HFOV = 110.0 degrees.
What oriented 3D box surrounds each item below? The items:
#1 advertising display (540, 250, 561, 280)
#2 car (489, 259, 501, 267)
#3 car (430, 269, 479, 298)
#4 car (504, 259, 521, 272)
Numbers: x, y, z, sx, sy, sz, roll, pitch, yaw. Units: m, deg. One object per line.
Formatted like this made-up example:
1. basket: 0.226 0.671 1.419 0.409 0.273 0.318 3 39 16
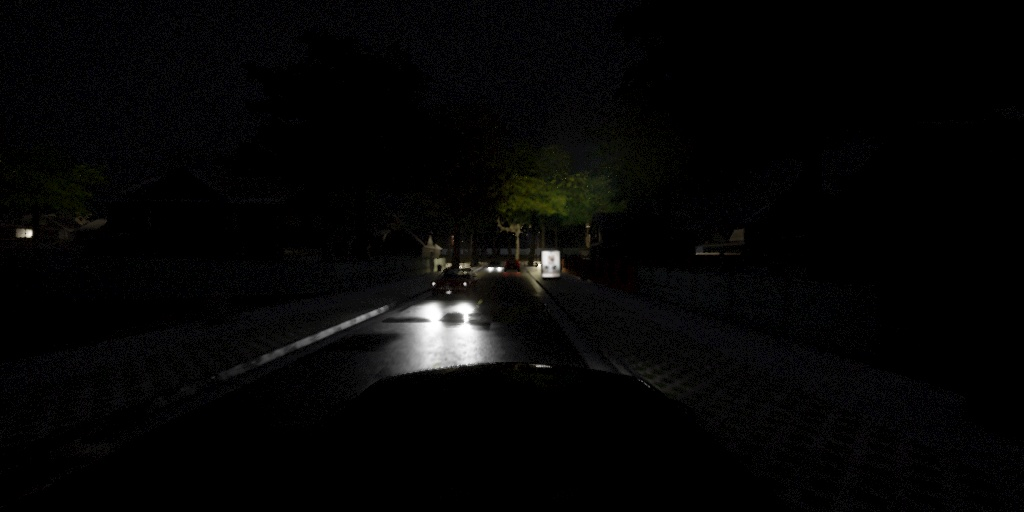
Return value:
1. advertising display: 3.014 0.748 27.627 1.540 2.440 0.280 0 0 0
2. car: -2.781 1.187 59.563 1.895 1.301 4.718 0 0 1
3. car: -2.848 1.338 18.415 1.895 1.301 4.718 0 0 0
4. car: 0.068 1.147 44.908 1.882 1.535 5.008 0 0 1
